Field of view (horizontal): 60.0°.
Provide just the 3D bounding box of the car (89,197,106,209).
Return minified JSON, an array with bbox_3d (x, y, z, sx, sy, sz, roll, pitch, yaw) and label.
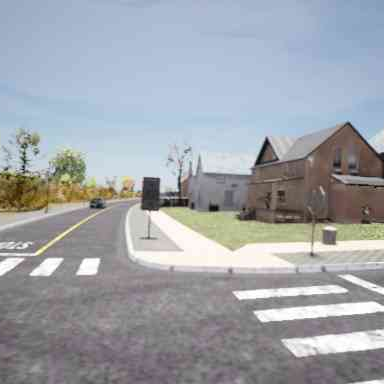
[{"bbox_3d":[-13.188,1.538,46.587,1.837,1.490,4.892,3,-1,-8],"label":"car"}]
